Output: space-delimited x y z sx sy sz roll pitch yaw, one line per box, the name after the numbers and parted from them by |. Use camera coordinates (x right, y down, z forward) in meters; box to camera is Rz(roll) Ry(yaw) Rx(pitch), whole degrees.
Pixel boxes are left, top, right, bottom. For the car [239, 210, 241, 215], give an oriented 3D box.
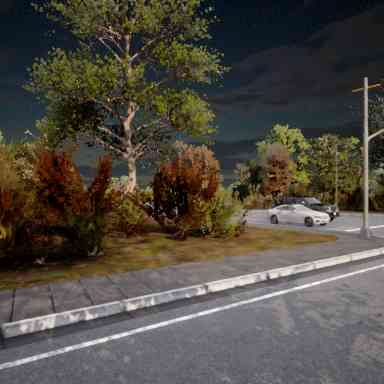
2.875 1.592 34.547 2.097 1.767 4.553 0 -1 -42 | car

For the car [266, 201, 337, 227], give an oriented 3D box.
7.421 1.603 23.680 1.812 1.442 4.674 0 -1 -38 | car

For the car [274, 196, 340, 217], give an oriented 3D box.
9.105 1.319 27.274 2.150 2.045 5.566 0 -1 -37 | car
